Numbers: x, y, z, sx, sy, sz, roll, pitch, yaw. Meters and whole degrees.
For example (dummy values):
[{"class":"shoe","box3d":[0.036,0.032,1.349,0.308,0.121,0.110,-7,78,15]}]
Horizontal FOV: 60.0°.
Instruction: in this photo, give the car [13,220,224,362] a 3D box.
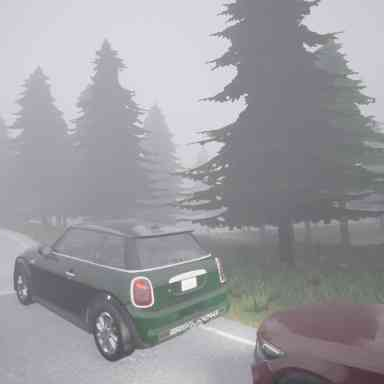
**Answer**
[{"class":"car","box3d":[-1.574,1.309,6.205,4.553,1.767,2.097,1,1,44]}]

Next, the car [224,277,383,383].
[{"class":"car","box3d":[2.760,1.532,2.590,4.674,1.442,1.812,1,0,36]}]
